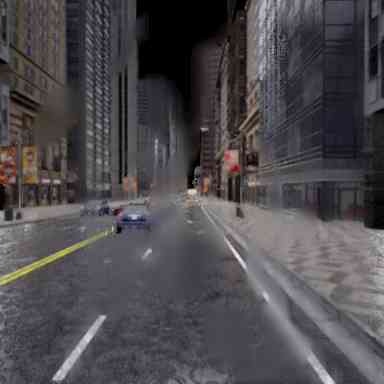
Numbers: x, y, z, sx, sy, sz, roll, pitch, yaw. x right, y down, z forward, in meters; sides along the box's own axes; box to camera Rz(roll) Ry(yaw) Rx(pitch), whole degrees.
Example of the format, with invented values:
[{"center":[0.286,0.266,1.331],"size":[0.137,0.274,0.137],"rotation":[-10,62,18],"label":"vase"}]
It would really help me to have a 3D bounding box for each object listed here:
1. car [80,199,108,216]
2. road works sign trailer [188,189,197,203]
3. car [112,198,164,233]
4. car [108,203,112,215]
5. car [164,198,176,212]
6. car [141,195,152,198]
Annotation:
[{"center":[-9.824,1.521,34.060],"size":[2.097,1.767,4.553],"rotation":[0,0,0],"label":"car"},{"center":[0.094,1.006,87.276],"size":[2.380,3.560,2.880],"rotation":[0,0,0],"label":"road works sign trailer"},{"center":[-3.144,1.438,20.280],"size":[2.097,1.767,4.553],"rotation":[0,0,0],"label":"car"},{"center":[-6.580,1.763,32.928],"size":[1.895,1.301,4.718],"rotation":[0,0,0],"label":"car"},{"center":[-3.137,1.787,41.621],"size":[1.994,1.385,4.181],"rotation":[0,0,0],"label":"car"},{"center":[-9.726,1.775,74.539],"size":[1.994,1.385,4.181],"rotation":[0,0,0],"label":"car"}]
